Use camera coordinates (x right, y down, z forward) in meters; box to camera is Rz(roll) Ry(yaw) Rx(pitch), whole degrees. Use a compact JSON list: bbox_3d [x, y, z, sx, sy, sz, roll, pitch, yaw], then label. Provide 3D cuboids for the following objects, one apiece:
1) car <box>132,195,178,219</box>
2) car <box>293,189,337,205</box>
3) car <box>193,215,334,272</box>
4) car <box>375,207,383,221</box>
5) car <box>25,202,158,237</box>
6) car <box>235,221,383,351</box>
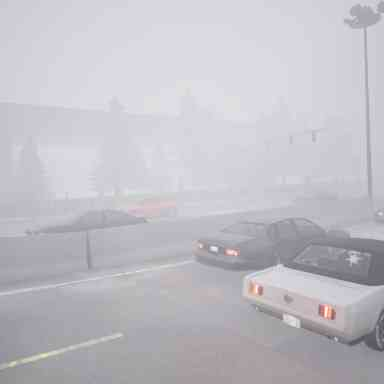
[{"bbox_3d":[-3.292,1.089,23.183,4.553,1.767,2.097,-4,2,-36],"label":"car"},{"bbox_3d":[10.739,0.430,28.978,4.181,1.385,1.994,-4,2,-36],"label":"car"},{"bbox_3d":[2.601,1.400,9.932,5.357,1.411,2.033,-3,1,-36],"label":"car"},{"bbox_3d":[10.749,0.868,15.796,5.357,1.411,2.033,-4,2,-36],"label":"car"},{"bbox_3d":[-4.216,1.436,13.897,5.008,1.535,1.882,-2,1,-36],"label":"car"},{"bbox_3d":[3.236,1.506,6.080,4.718,1.301,1.895,-2,1,-36],"label":"car"}]
